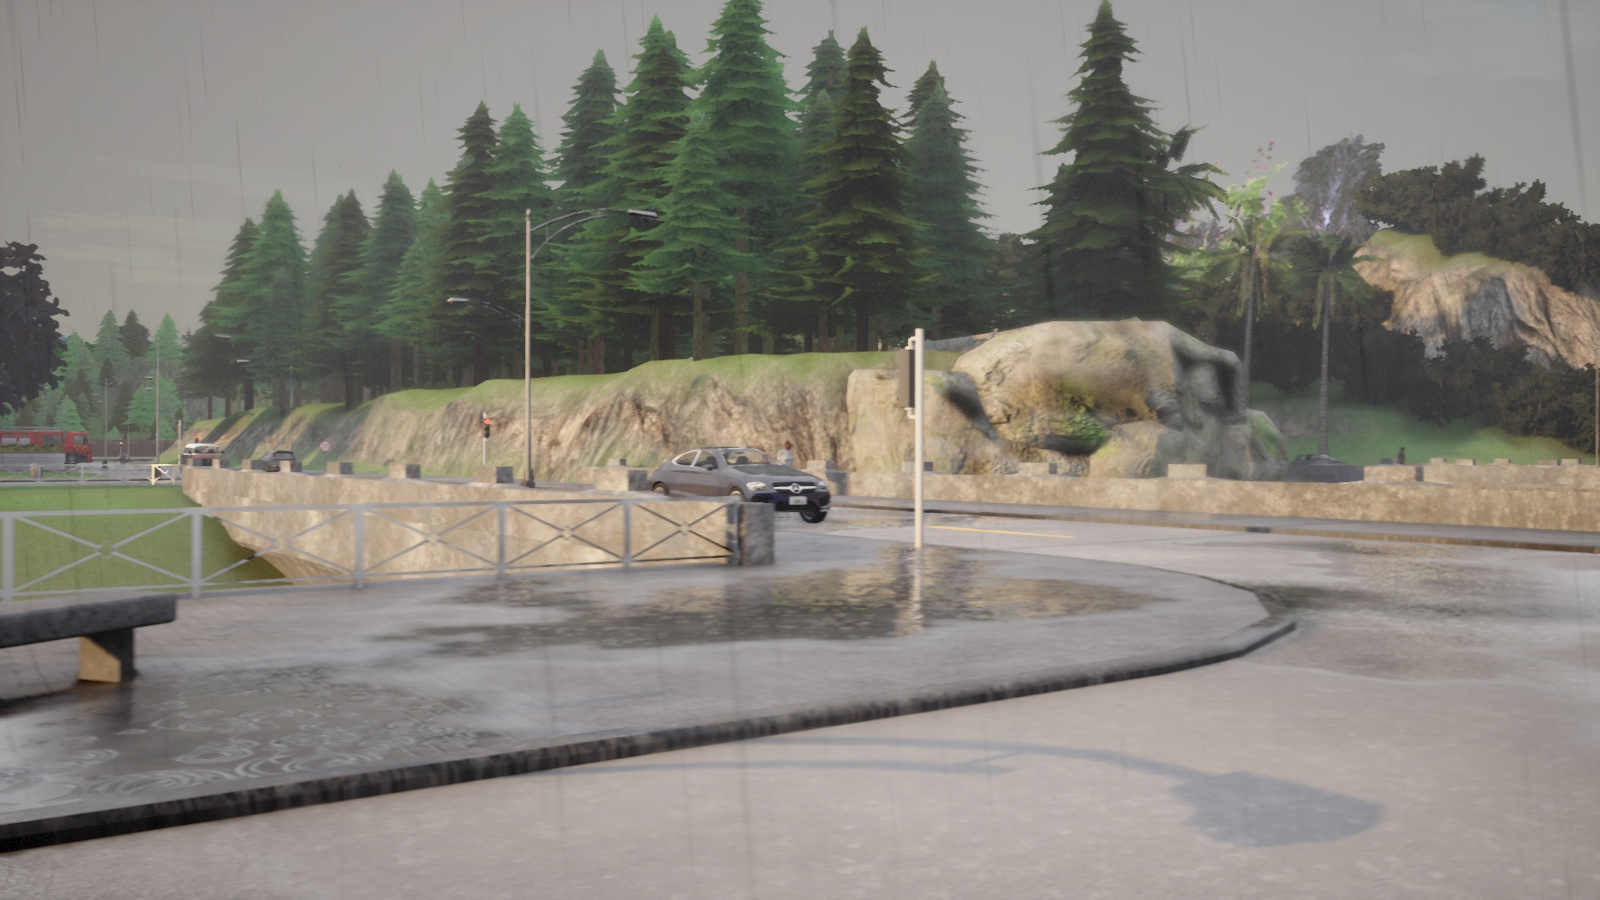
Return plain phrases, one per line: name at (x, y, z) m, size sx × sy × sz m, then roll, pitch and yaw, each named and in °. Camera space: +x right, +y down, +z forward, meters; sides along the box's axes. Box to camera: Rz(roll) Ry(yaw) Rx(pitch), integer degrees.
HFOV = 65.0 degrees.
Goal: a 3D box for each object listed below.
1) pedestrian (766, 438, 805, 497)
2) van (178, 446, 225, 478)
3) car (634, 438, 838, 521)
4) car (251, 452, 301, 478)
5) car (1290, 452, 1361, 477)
pedestrian at (-0.474, 0.553, 39.782) m, size 0.874 × 1.855 × 0.900 m, roll 0°, pitch 0°, yaw -34°
van at (-38.692, 0.749, 81.106) m, size 2.069 × 2.038 × 4.480 m, roll 0°, pitch 0°, yaw -35°
car at (-1.531, 0.595, 27.675) m, size 2.152 × 1.651 × 5.027 m, roll 0°, pitch 0°, yaw -35°
car at (-33.969, 0.946, 81.328) m, size 2.033 × 1.649 × 4.856 m, roll 0°, pitch 0°, yaw -35°
car at (32.946, 0.882, 78.797) m, size 1.845 × 1.501 × 3.633 m, roll 0°, pitch 0°, yaw -35°
